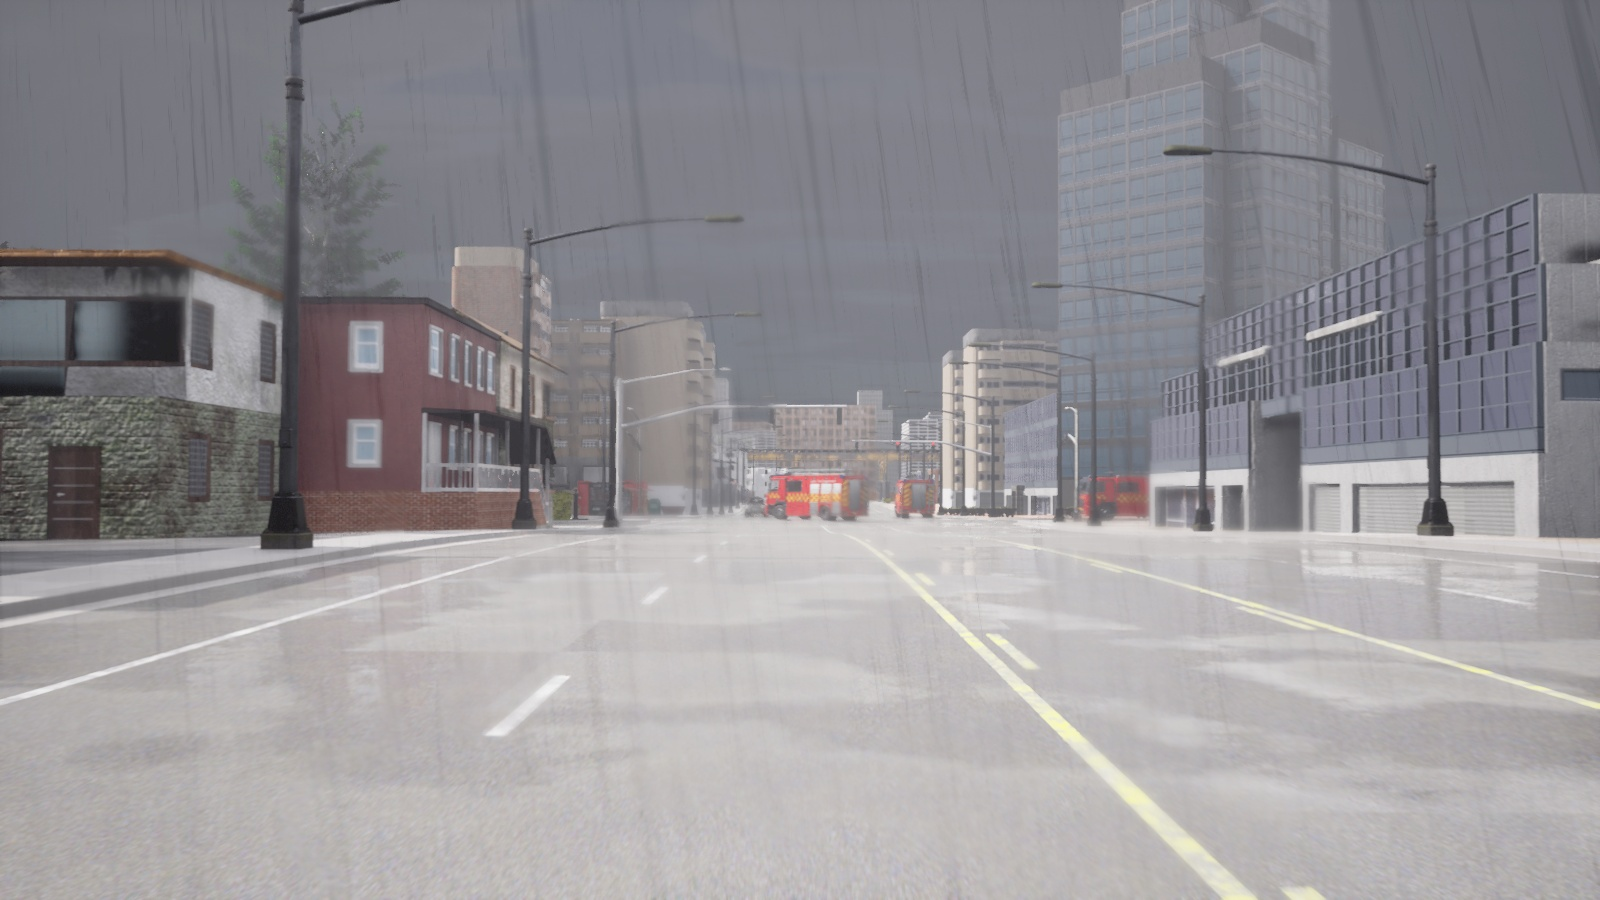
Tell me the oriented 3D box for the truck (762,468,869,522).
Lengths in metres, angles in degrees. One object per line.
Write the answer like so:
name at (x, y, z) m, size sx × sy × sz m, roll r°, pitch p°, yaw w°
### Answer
truck at (1.050, 3.348, 93.209) m, size 2.891 × 3.827 × 8.468 m, roll 2°, pitch -3°, yaw -43°
